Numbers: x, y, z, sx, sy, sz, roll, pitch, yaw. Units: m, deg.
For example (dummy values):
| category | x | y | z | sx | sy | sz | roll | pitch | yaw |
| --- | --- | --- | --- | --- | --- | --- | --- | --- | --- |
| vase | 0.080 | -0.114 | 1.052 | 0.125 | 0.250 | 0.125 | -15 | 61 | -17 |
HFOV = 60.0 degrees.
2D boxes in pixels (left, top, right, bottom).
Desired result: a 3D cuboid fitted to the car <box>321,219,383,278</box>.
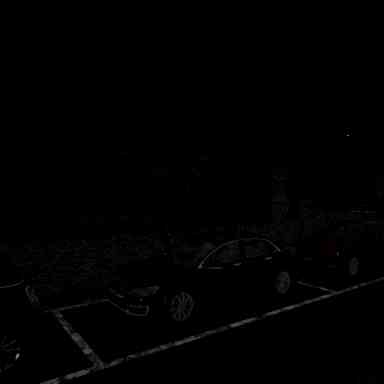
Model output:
| category | x | y | z | sx | sy | sz | roll | pitch | yaw |
| --- | --- | --- | --- | --- | --- | --- | --- | --- | --- |
| car | 4.889 | 1.544 | 10.139 | 4.507 | 1.381 | 1.887 | 0 | 0 | -36 |

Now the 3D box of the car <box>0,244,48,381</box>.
| category | x | y | z | sx | sy | sz | roll | pitch | yaw |
| --- | --- | --- | --- | --- | --- | --- | --- | --- | --- |
| car | -3.995 | 1.440 | 3.800 | 4.097 | 1.590 | 1.967 | 0 | 0 | -36 |

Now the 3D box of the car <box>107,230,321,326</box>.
| category | x | y | z | sx | sy | sz | roll | pitch | yaw |
| --- | --- | --- | --- | --- | --- | --- | --- | --- | --- |
| car | 0.447 | 1.550 | 6.970 | 4.403 | 1.369 | 2.008 | 0 | 0 | -36 |

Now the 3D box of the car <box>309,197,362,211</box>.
| category | x | y | z | sx | sy | sz | roll | pitch | yaw |
| --- | --- | --- | --- | --- | --- | --- | --- | --- | --- |
| car | 14.887 | 1.186 | 34.640 | 2.033 | 1.411 | 5.357 | 0 | 1 | -36 |
